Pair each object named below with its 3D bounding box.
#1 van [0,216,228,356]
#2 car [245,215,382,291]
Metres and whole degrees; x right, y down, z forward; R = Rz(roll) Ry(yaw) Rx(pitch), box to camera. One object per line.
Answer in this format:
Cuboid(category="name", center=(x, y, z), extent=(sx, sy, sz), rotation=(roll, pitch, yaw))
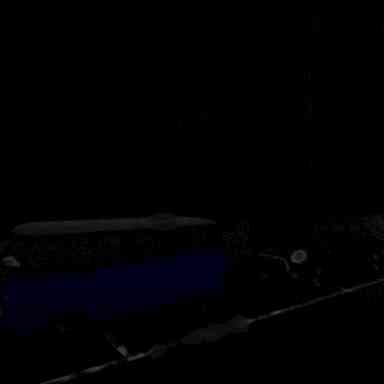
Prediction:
Cuboid(category="van", center=(-1.235, 1.350, 5.776), extent=(3.998, 1.788, 1.690), rotation=(0, 0, -36))
Cuboid(category="car", center=(3.348, 1.474, 9.057), extent=(4.097, 1.590, 1.967), rotation=(0, 0, -36))
